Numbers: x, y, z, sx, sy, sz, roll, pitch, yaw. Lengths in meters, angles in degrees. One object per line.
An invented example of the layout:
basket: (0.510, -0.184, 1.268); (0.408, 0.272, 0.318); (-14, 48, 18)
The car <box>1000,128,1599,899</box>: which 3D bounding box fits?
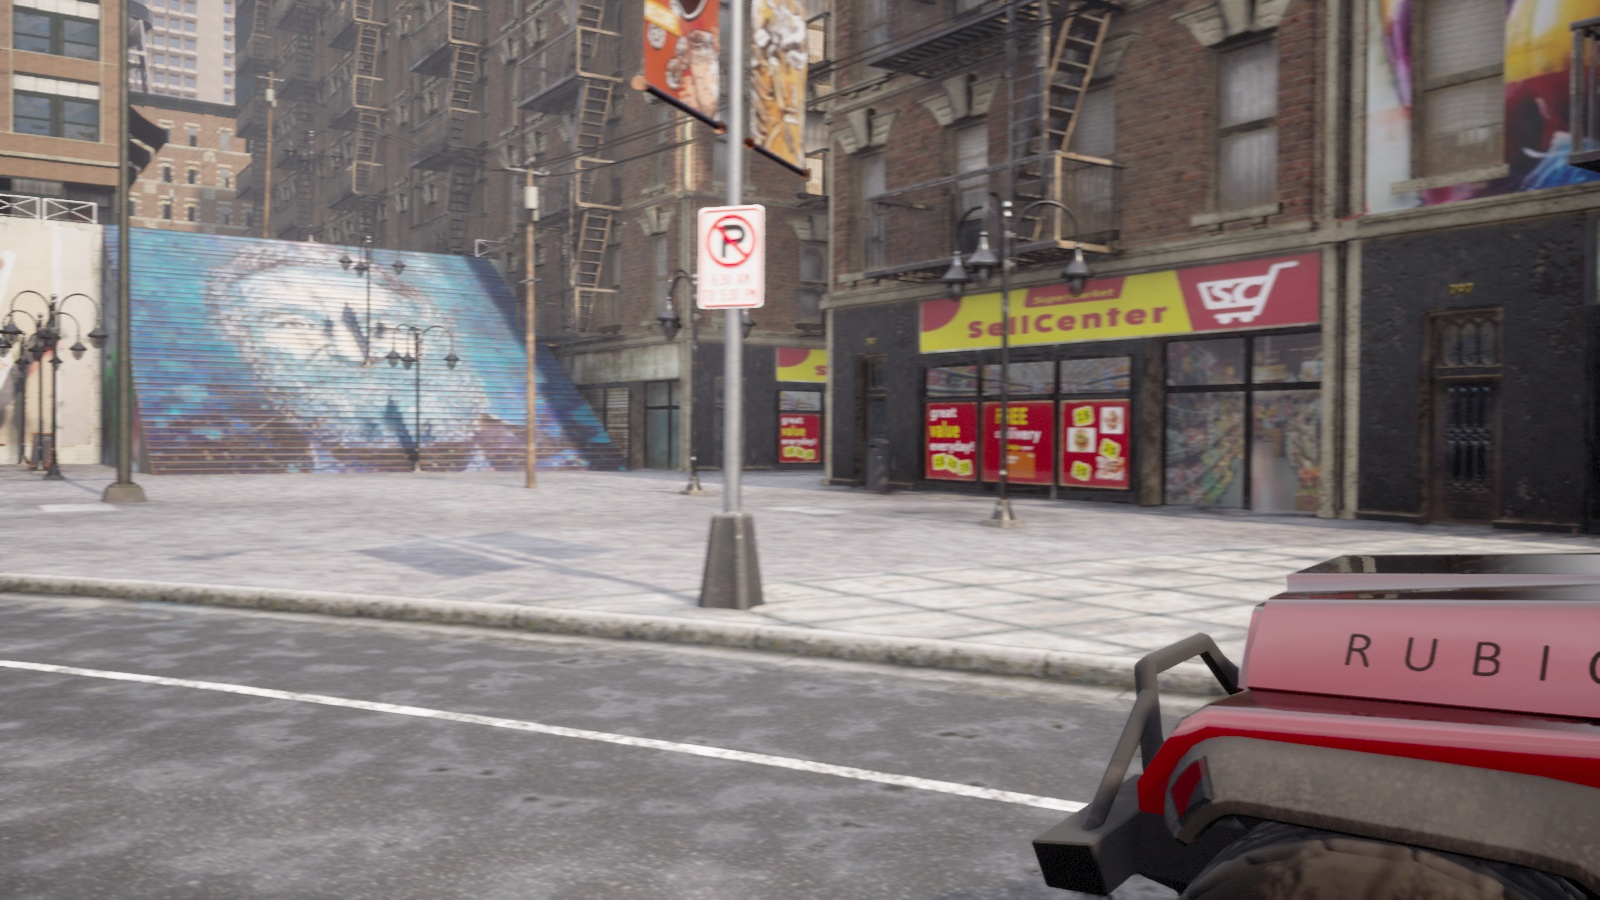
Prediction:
car: (2.504, 0.473, 1.983); (3.866, 1.878, 1.905); (0, 1, 34)
